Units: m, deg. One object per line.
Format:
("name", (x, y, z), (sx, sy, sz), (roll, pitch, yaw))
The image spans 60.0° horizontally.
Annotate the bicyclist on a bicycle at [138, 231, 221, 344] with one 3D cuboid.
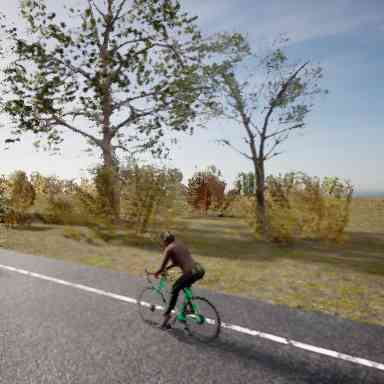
("bicyclist on a bicycle", (-0.262, 1.455, 5.241), (1.656, 1.620, 0.582), (0, 0, 35))
